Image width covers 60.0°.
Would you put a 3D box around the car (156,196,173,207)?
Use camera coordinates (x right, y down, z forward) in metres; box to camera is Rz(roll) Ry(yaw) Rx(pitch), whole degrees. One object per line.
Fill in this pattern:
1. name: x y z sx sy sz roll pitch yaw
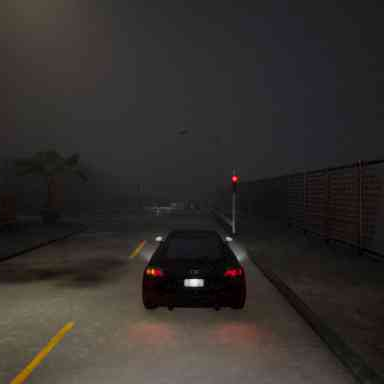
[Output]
1. car: -4.202 1.449 49.527 1.837 1.490 4.892 0 0 0

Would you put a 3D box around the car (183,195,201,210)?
1. car: -0.007 1.479 41.570 1.812 1.442 4.674 0 0 0

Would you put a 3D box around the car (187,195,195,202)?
1. car: -0.183 1.433 77.047 1.812 1.442 4.674 0 0 0

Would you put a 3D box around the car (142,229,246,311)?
1. car: 0.045 1.555 7.827 1.994 1.385 4.181 0 0 0

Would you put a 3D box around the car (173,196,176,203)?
1. car: -4.184 1.490 65.859 1.994 1.385 4.181 0 0 0
